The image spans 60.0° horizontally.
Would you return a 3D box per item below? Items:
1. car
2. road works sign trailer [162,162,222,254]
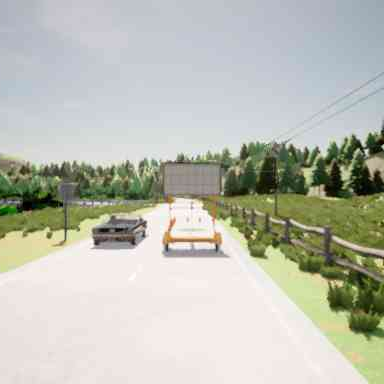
[{"bbox_3d":[-3.301,1.698,15.916,1.895,1.301,4.718,0,0,0],"label":"car"},{"bbox_3d":[-0.001,0.549,13.807,2.380,3.560,2.880,0,0,0],"label":"road works sign trailer"}]
